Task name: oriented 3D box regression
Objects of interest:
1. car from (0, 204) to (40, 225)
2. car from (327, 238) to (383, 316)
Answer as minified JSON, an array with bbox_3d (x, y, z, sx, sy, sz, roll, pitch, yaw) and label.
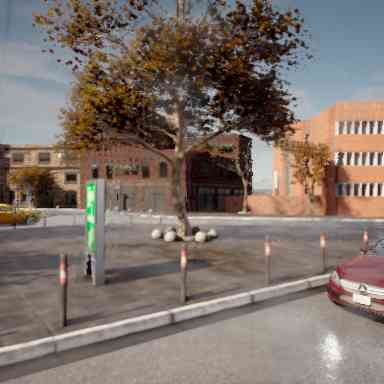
[{"bbox_3d":[-13.115,1.561,22.860,1.882,1.535,5.008,1,0,44],"label":"car"},{"bbox_3d":[4.870,1.653,7.161,4.674,1.442,1.812,1,-1,-35],"label":"car"}]
